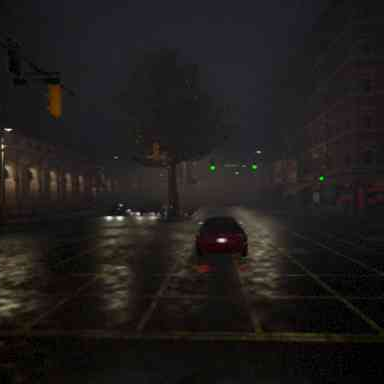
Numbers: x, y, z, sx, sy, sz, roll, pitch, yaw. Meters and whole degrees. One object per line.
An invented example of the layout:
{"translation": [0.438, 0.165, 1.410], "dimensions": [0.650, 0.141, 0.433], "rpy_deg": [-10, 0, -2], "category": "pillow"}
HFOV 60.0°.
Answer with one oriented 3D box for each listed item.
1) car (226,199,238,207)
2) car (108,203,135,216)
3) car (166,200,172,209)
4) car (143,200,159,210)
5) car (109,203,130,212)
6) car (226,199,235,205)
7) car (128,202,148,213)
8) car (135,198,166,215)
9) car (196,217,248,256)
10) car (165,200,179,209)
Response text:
{"translation": [8.407, 2.314, 69.426], "dimensions": [1.994, 1.385, 4.181], "rpy_deg": [-1, -1, 4], "category": "car"}
{"translation": [-8.699, 2.169, 40.293], "dimensions": [1.994, 1.385, 4.181], "rpy_deg": [-1, -1, 4], "category": "car"}
{"translation": [-4.345, 2.293, 51.534], "dimensions": [1.895, 1.301, 4.718], "rpy_deg": [-1, -1, 4], "category": "car"}
{"translation": [-7.275, 2.310, 59.954], "dimensions": [1.882, 1.535, 5.008], "rpy_deg": [-1, -1, 4], "category": "car"}
{"translation": [-11.112, 2.367, 51.439], "dimensions": [1.895, 1.301, 4.718], "rpy_deg": [-1, -1, 4], "category": "car"}
{"translation": [9.088, 2.401, 79.402], "dimensions": [1.812, 1.442, 4.674], "rpy_deg": [-1, -1, 4], "category": "car"}
{"translation": [-8.010, 2.276, 49.561], "dimensions": [1.994, 1.385, 4.181], "rpy_deg": [-1, -1, 4], "category": "car"}
{"translation": [-5.093, 1.802, 41.768], "dimensions": [2.150, 2.045, 5.566], "rpy_deg": [-1, -1, 4], "category": "car"}
{"translation": [1.205, 1.723, 13.888], "dimensions": [1.994, 1.385, 4.181], "rpy_deg": [-1, -1, 4], "category": "car"}
{"translation": [-3.646, 2.315, 61.714], "dimensions": [1.837, 1.490, 4.892], "rpy_deg": [-1, -1, 4], "category": "car"}
